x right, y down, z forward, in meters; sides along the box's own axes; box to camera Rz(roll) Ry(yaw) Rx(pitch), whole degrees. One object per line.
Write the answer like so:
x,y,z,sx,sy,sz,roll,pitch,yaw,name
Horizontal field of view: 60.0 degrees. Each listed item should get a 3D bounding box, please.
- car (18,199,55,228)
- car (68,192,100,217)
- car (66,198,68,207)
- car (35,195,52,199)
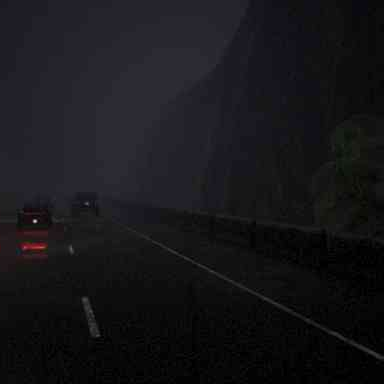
-9.992,1.418,21.405,1.837,1.490,4.892,0,0,-22,car
-9.557,1.059,29.513,2.150,2.045,5.566,0,-1,-22,car
-14.644,1.152,41.807,1.882,1.535,5.008,0,1,-22,car
-15.561,1.113,34.869,2.097,1.767,4.553,0,1,-22,car
